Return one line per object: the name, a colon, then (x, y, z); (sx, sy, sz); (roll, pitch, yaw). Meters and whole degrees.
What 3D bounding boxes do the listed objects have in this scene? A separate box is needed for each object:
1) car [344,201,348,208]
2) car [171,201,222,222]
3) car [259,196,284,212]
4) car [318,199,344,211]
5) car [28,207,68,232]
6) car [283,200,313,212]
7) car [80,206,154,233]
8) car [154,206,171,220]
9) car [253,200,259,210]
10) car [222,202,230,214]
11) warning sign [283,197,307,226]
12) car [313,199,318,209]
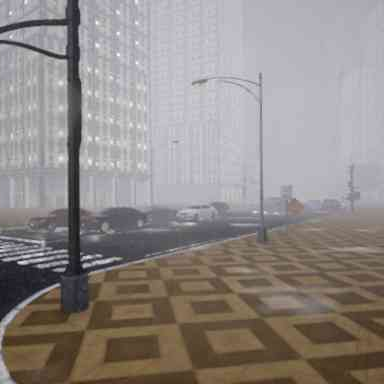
car: (24.664, 2.034, 55.052); (1.895, 1.301, 4.718); (-1, -1, 30)
car: (0.517, 1.818, 30.022); (1.812, 1.442, 4.674); (-1, -1, 34)
car: (11.783, 1.643, 46.728); (2.150, 2.045, 5.566); (-1, -1, 33)
car: (19.503, 1.727, 46.571); (2.097, 1.767, 4.553); (-1, -1, 32)
car: (-8.566, 1.777, 22.471); (1.812, 1.442, 4.674); (-1, -1, 34)
car: (14.121, 1.981, 44.197); (1.895, 1.301, 4.718); (-1, -1, 33)
car: (-5.072, 1.705, 21.833); (1.882, 1.535, 5.008); (-1, -1, 34)
car: (-3.432, 1.913, 29.994); (1.895, 1.301, 4.718); (-1, -1, 34)
car: (11.213, 1.752, 51.792); (2.097, 1.767, 4.553); (-1, -1, 32)
car: (2.810, 1.887, 39.167); (1.837, 1.490, 4.892); (-1, -1, 34)
warning sign: (7.037, 1.294, 22.800); (1.300, 1.860, 1.060); (0, 0, 34)
car: (19.343, 1.917, 52.593); (1.882, 1.535, 5.008); (-1, -1, 31)
